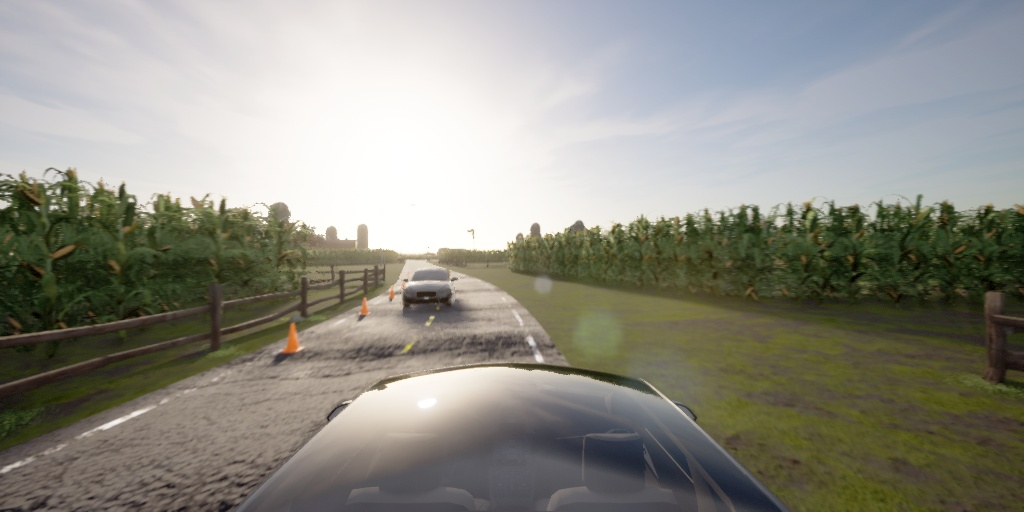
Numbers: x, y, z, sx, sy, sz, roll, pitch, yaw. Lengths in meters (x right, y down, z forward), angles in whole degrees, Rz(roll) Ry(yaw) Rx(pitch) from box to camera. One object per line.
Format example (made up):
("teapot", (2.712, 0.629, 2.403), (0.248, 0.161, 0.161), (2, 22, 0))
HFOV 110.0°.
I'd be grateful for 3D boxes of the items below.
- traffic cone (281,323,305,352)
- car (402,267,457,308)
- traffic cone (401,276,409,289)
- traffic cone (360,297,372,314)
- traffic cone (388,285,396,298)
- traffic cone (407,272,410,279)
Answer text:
("traffic cone", (-4.753, 1.745, 7.784), (0.340, 0.580, 0.340), (0, 0, -4))
("car", (-3.423, 1.250, 15.303), (1.837, 1.490, 4.892), (0, 0, -8))
("traffic cone", (-6.726, 1.717, 22.276), (0.340, 0.580, 0.340), (0, 0, -12))
("traffic cone", (-5.175, 1.733, 12.645), (0.340, 0.580, 0.340), (0, 0, -6))
("traffic cone", (-5.833, 1.724, 17.479), (0.340, 0.580, 0.340), (0, 0, -9))
("traffic cone", (-7.852, 1.713, 27.023), (0.340, 0.580, 0.340), (0, 0, -15))
